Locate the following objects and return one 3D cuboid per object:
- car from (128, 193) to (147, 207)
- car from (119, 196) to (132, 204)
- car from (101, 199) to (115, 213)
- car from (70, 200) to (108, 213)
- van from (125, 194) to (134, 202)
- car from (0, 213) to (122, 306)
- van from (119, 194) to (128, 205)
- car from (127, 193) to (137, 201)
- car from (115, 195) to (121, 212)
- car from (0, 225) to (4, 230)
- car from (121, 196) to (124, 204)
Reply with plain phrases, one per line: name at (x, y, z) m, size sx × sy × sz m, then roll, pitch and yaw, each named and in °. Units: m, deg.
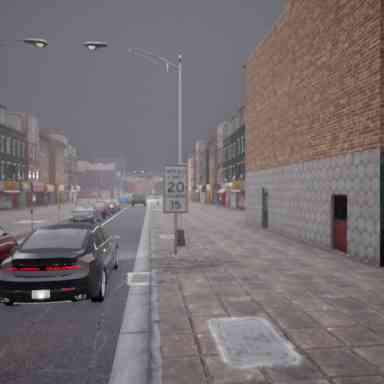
car at (-8.211, 1.180, 51.454) m, size 2.150 × 2.045 × 5.566 m, roll 0°, pitch 0°, yaw -7°
car at (-12.194, 1.525, 61.222) m, size 1.947 × 1.339 × 4.313 m, roll 0°, pitch 0°, yaw -7°
car at (-8.147, 1.523, 28.870) m, size 1.887 × 1.381 × 4.507 m, roll 0°, pitch 0°, yaw -7°
car at (-7.472, 1.534, 23.479) m, size 2.008 × 1.369 × 4.403 m, roll 0°, pitch 0°, yaw -7°
van at (-13.544, 1.298, 72.005) m, size 1.690 × 1.788 × 3.998 m, roll 0°, pitch 0°, yaw -7°
car at (-2.886, 1.501, 8.096) m, size 1.837 × 1.490 × 4.892 m, roll 0°, pitch 0°, yaw -7°
van at (-11.521, 1.302, 55.830) m, size 1.690 × 1.788 × 3.998 m, roll 0°, pitch 0°, yaw -7°
car at (-14.894, 1.273, 82.789) m, size 2.192 × 1.841 × 5.009 m, roll 0°, pitch 0°, yaw -7°
car at (-8.822, 1.414, 34.262) m, size 1.967 × 1.590 × 4.097 m, roll 0°, pitch 0°, yaw -7°
car at (-5.450, 1.442, 7.303) m, size 1.967 × 1.590 × 4.097 m, roll 0°, pitch 0°, yaw -7°
car at (-9.475, 1.495, 39.486) m, size 1.752 × 1.417 × 4.829 m, roll 0°, pitch 0°, yaw -7°
